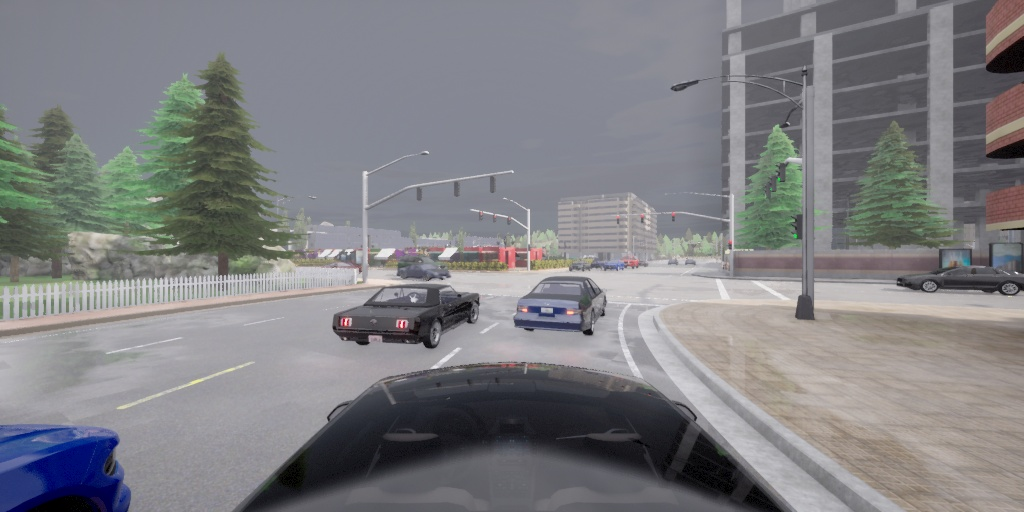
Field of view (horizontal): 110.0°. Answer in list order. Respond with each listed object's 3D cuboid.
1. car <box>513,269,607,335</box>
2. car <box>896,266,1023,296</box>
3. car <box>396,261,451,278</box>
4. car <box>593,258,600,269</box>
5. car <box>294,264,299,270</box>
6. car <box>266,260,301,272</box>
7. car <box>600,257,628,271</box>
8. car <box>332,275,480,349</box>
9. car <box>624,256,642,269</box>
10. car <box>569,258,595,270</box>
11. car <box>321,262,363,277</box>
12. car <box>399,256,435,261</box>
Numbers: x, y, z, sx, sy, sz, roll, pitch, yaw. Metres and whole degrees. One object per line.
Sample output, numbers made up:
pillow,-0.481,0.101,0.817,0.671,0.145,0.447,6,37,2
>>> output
car,1.666,1.297,10.612,2.033,1.411,5.357,0,0,20
car,25.018,1.310,20.027,4.892,1.490,1.837,0,0,30
car,-7.495,1.353,30.178,5.357,1.411,2.033,0,0,37
car,13.331,1.351,54.840,1.895,1.301,4.718,0,0,30
car,-27.231,1.353,41.961,5.357,1.411,2.033,0,0,30
car,-30.583,1.283,47.958,5.008,1.535,1.882,0,0,30
car,13.998,1.227,48.949,1.882,1.535,5.008,0,0,30
car,-2.268,1.351,9.251,1.895,1.301,4.718,0,0,11
car,18.786,0.972,57.318,2.150,2.045,5.566,0,0,30
car,8.992,1.314,47.230,1.994,1.385,4.181,0,0,30
car,-17.403,1.331,36.271,4.674,1.442,1.812,0,0,30
car,-8.881,1.026,35.402,5.566,2.045,2.150,0,0,30
